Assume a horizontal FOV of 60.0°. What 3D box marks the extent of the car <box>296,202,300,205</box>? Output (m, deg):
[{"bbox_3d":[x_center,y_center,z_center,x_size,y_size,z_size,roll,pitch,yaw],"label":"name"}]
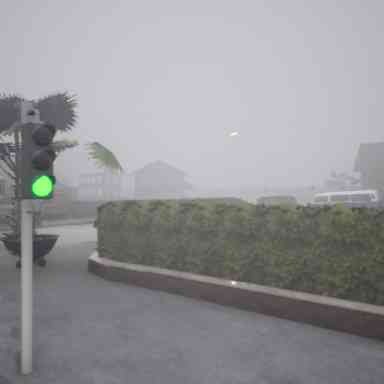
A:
[{"bbox_3d":[11.859,1.595,41.013,1.994,1.385,4.181,0,0,36],"label":"car"}]
